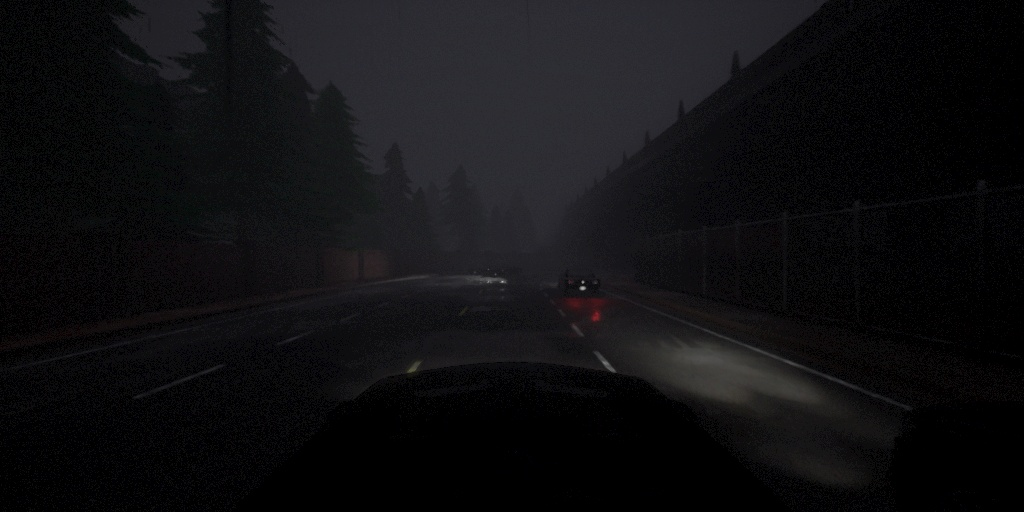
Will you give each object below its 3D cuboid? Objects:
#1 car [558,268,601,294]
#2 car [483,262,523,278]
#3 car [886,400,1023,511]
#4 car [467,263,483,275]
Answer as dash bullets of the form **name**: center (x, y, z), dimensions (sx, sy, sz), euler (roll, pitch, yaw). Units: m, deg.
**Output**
- **car**: center (3.698, 1.363, 20.453), dimensions (1.895, 1.301, 4.718), euler (0, 0, 3)
- **car**: center (-0.628, 1.353, 34.622), dimensions (1.895, 1.301, 4.718), euler (0, 0, 24)
- **car**: center (3.574, 1.253, 0.499), dimensions (2.128, 1.511, 4.902), euler (0, 0, 0)
- **car**: center (-2.752, 1.348, 38.234), dimensions (1.895, 1.301, 4.718), euler (0, 0, 27)
